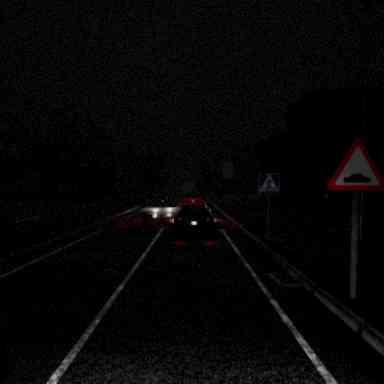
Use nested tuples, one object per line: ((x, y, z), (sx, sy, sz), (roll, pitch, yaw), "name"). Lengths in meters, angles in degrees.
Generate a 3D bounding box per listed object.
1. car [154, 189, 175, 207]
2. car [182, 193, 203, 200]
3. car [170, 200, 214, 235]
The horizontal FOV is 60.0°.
((-3.264, 0.622, 39.752), (2.150, 2.045, 5.566), (0, 1, 0), "car")
((0.091, 0.852, 34.383), (2.097, 1.767, 4.553), (0, 1, 0), "car")
((0.095, 1.360, 17.299), (1.994, 1.385, 4.181), (0, 1, 0), "car")
